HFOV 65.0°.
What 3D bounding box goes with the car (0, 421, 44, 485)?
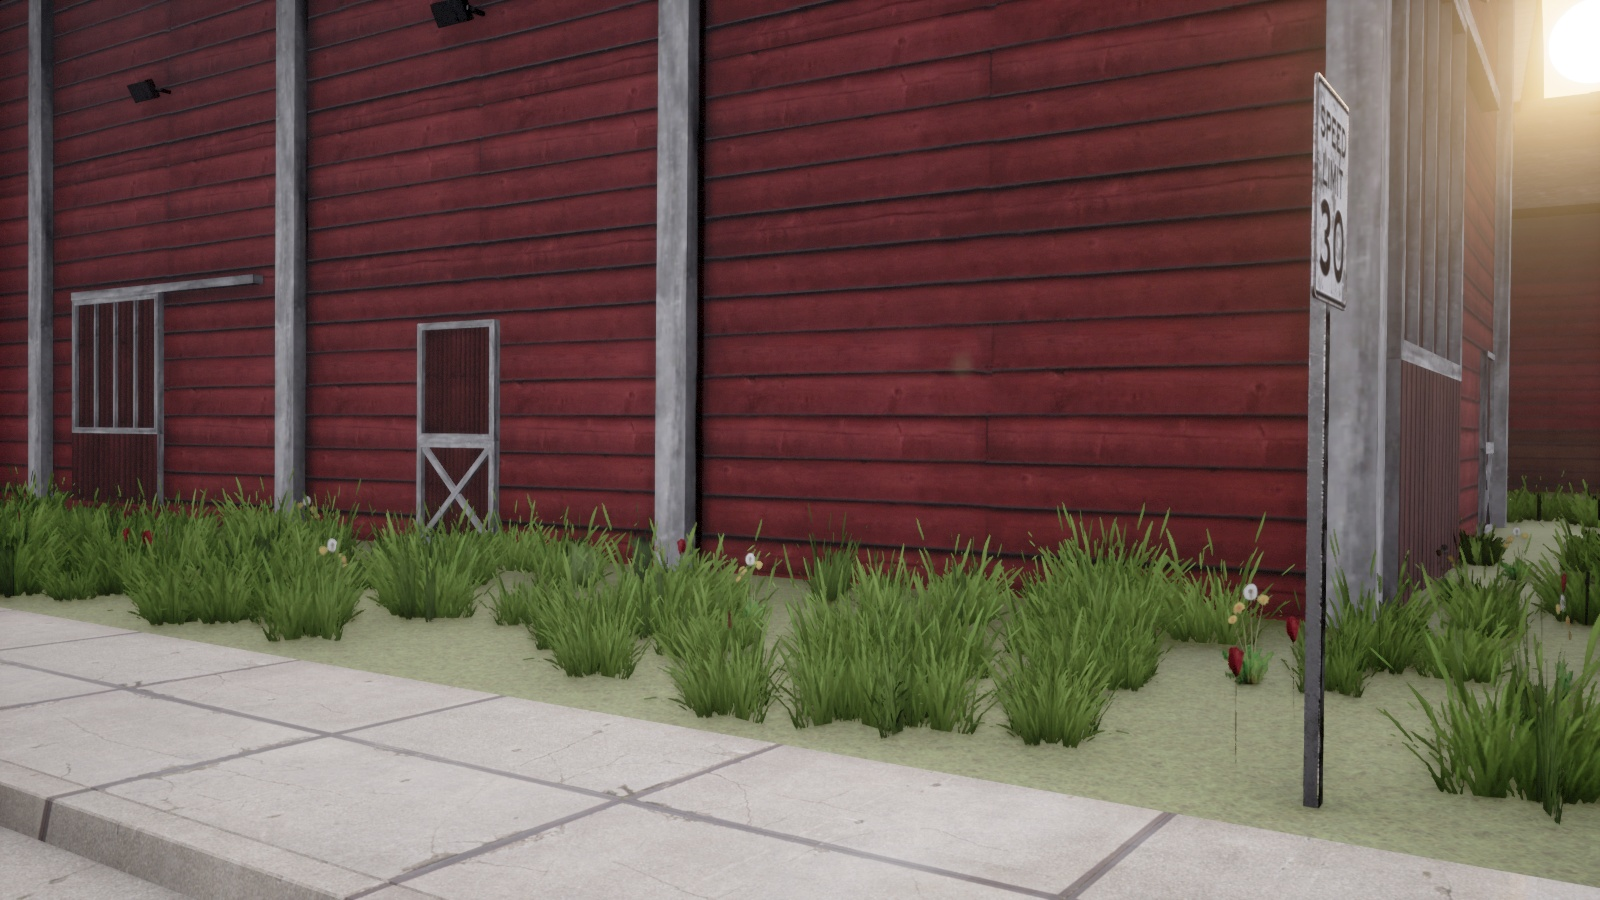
[{"bbox_3d":[-27.436,0.125,39.763,2.150,2.045,5.566,0,1,33],"label":"car"}]
